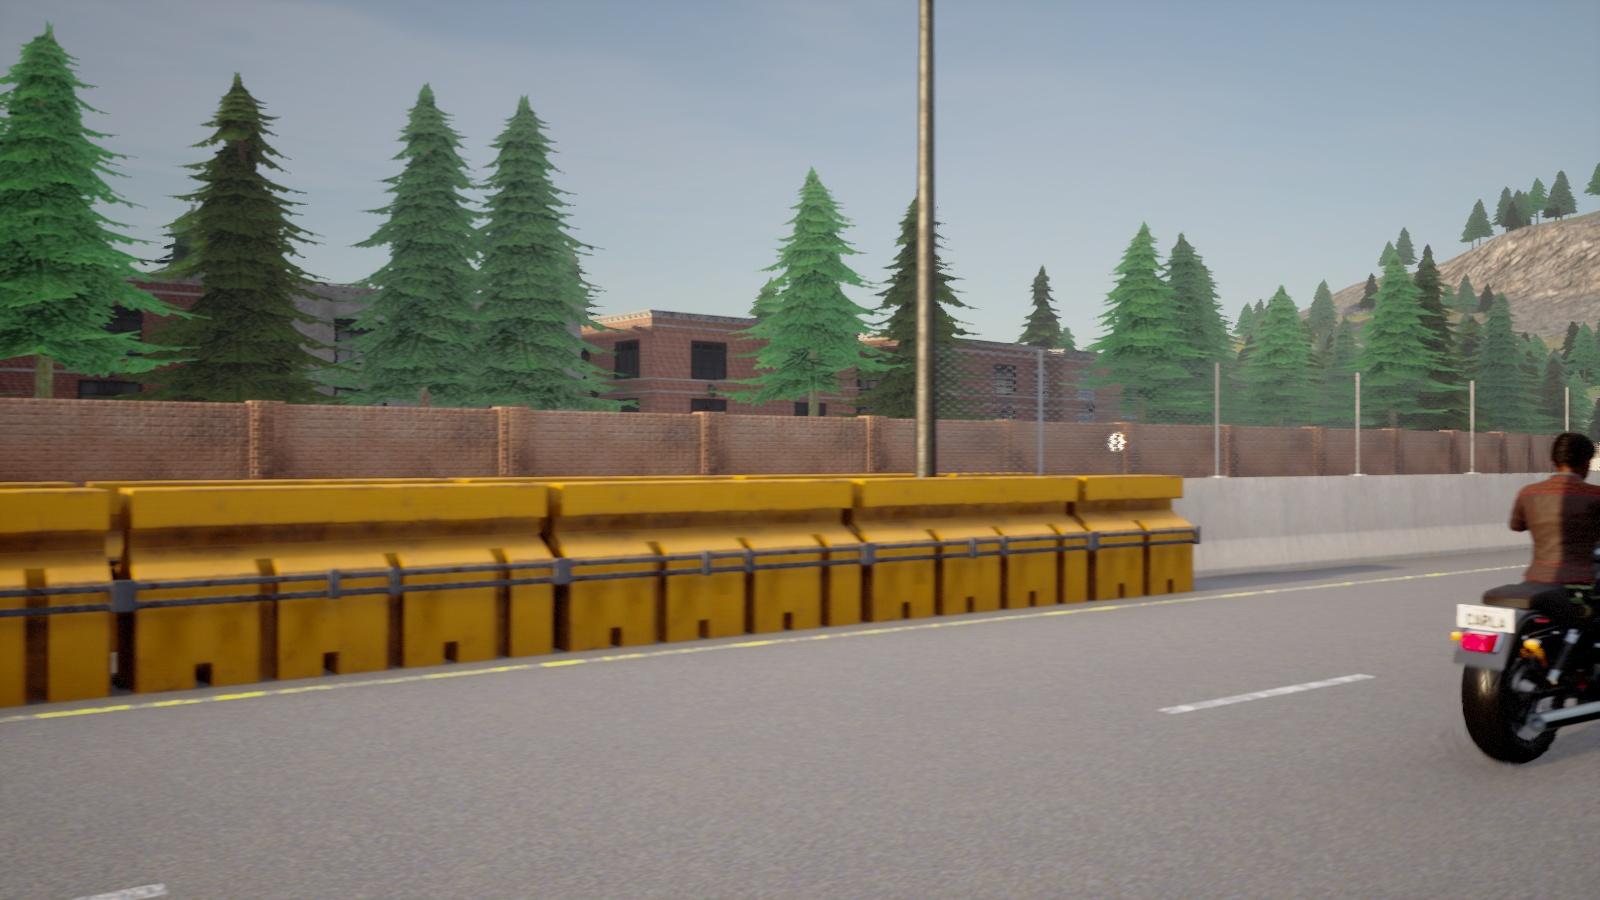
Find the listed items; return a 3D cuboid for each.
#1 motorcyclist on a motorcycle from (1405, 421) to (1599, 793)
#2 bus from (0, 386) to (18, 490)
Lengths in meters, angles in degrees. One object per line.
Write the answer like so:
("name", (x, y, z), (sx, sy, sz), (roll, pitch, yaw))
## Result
("motorcyclist on a motorcycle", (4.173, 0.703, 6.564), (2.350, 1.649, 0.766), (0, 0, -35))
("bus", (-37.598, -0.467, 50.625), (10.273, 4.253, 3.944), (0, 0, -33))
